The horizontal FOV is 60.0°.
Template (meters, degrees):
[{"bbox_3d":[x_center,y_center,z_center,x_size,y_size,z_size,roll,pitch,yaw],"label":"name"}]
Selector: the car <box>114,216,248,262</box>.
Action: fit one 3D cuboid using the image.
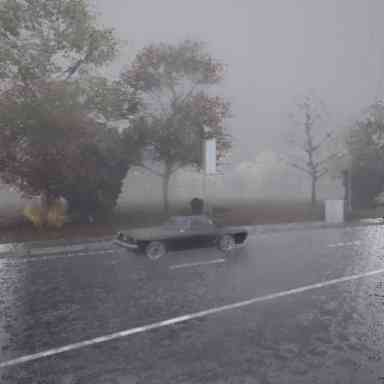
[{"bbox_3d":[-0.328,1.564,12.046,4.718,1.301,1.895,0,0,-32],"label":"car"}]
